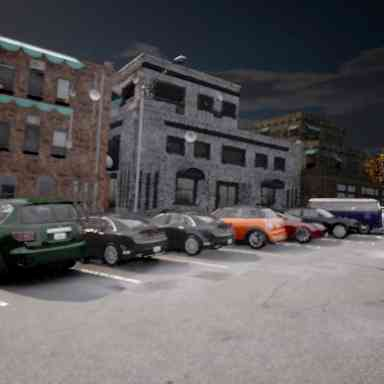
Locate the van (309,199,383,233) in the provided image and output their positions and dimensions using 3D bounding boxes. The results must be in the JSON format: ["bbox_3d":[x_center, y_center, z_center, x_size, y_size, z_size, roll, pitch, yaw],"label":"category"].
[{"bbox_3d":[8.835,1.391,19.969,4.442,1.987,1.878,-1,-1,35],"label":"van"}]

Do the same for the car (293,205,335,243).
[{"bbox_3d":[4.166,1.574,16.501,4.792,1.488,2.163,-1,-1,35],"label":"car"}]

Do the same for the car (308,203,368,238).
[{"bbox_3d":[6.529,1.576,18.213,5.008,1.535,2.097,-1,-1,35],"label":"car"}]

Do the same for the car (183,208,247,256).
[{"bbox_3d":[-0.645,1.499,13.117,4.892,1.521,2.231,-1,-1,35],"label":"car"}]

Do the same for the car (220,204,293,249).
[{"bbox_3d":[1.766,1.391,14.799,4.553,1.767,2.185,-1,-1,35],"label":"car"}]

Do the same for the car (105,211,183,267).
[{"bbox_3d":[-3.040,1.482,11.415,4.892,1.521,2.231,-1,-1,35],"label":"car"}]

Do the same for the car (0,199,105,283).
[{"bbox_3d":[-5.460,1.224,9.735,5.566,2.045,2.435,-1,-1,35],"label":"car"}]
